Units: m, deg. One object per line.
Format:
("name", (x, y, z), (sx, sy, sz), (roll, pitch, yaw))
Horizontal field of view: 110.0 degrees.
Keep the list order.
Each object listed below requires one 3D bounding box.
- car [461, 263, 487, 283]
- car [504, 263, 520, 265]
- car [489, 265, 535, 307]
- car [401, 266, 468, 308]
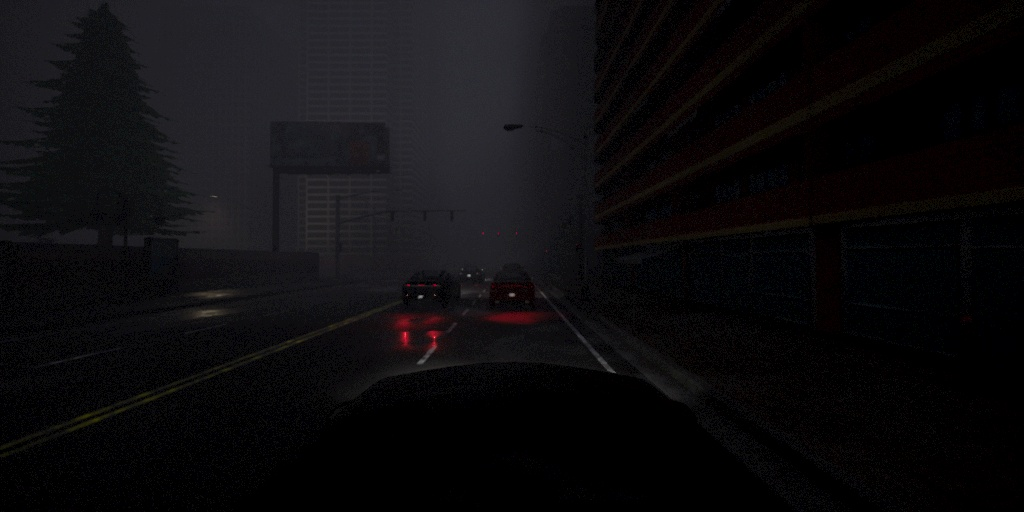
("car", (-3.485, 1.587, 31.113), (1.994, 1.385, 4.181), (0, 0, 0))
("car", (0.023, 1.371, 30.923), (2.097, 1.767, 4.553), (0, -1, 1))
("car", (0.008, 1.363, 16.334), (1.882, 1.535, 5.008), (0, 0, 0))
("car", (-3.494, 1.376, 16.153), (2.128, 1.511, 4.902), (0, 0, 0))
